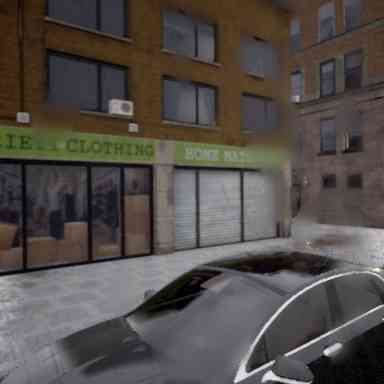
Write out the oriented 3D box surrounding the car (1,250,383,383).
[{"bbox_3d":[0.678,1.480,3.426,4.892,1.490,1.837,-1,0,-35],"label":"car"}]
